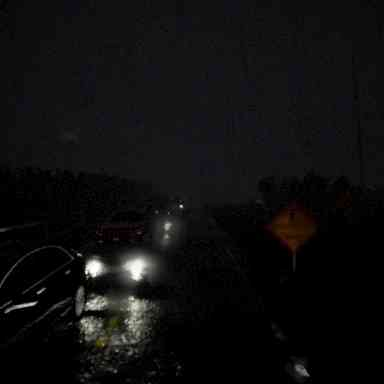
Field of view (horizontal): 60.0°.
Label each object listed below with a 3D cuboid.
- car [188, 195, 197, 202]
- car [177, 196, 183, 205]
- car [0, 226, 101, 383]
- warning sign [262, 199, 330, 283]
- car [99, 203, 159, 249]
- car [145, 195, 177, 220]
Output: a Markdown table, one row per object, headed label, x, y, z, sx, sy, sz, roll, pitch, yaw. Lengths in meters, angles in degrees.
| label | x | y | z | sx | sy | sz | roll | pitch | yaw |
| --- | --- | --- | --- | --- | --- | --- | --- | --- | --- |
| car | 0.125 | 1.682 | 81.515 | 1.882 | 1.535 | 5.008 | 0 | 0 | 0 |
| car | -2.699 | 1.470 | 60.760 | 2.097 | 1.767 | 4.553 | 0 | 0 | 1 |
| car | -2.846 | 1.506 | 4.424 | 1.837 | 1.490 | 4.892 | 0 | 0 | 0 |
| warning sign | 2.452 | 1.121 | 8.013 | 1.300 | 1.860 | 1.060 | -1 | -1 | 0 |
| car | -2.818 | 1.488 | 14.890 | 1.882 | 1.535 | 5.008 | 0 | 0 | 0 |
| car | -2.718 | 1.259 | 28.740 | 2.150 | 2.045 | 5.566 | 0 | 0 | 0 |
